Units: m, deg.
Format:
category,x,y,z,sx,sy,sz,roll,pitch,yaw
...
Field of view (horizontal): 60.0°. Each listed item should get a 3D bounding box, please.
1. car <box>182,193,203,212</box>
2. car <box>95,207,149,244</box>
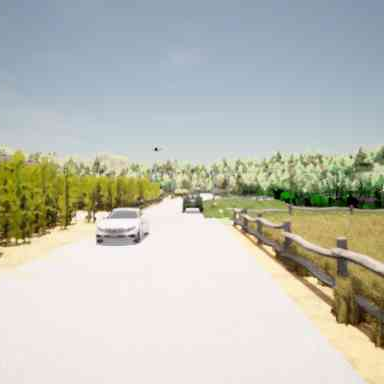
category,x,y,z,sx,sy,sz,roll,pitch,yaw
car,0.057,1.116,36.578,2.150,2.045,5.566,0,0,0
car,-3.133,1.481,15.769,1.812,1.442,4.674,0,0,0
